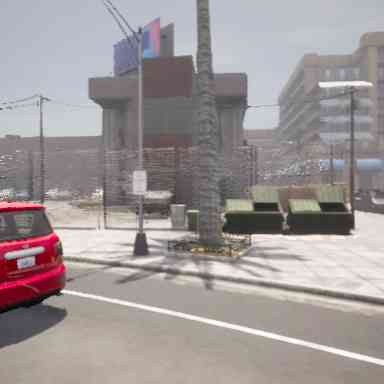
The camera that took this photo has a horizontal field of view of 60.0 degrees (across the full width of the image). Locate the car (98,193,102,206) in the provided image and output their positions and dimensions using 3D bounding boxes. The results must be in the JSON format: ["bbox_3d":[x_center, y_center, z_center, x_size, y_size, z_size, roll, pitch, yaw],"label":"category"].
[{"bbox_3d":[-12.681,1.225,40.052,4.674,1.452,2.002,0,0,5],"label":"car"}]

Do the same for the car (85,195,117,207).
[{"bbox_3d":[-12.267,1.228,44.980,3.806,1.475,1.970,0,0,5],"label":"car"}]

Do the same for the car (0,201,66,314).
[{"bbox_3d":[-4.980,1.196,6.332,5.566,2.045,2.150,0,0,26],"label":"car"}]
